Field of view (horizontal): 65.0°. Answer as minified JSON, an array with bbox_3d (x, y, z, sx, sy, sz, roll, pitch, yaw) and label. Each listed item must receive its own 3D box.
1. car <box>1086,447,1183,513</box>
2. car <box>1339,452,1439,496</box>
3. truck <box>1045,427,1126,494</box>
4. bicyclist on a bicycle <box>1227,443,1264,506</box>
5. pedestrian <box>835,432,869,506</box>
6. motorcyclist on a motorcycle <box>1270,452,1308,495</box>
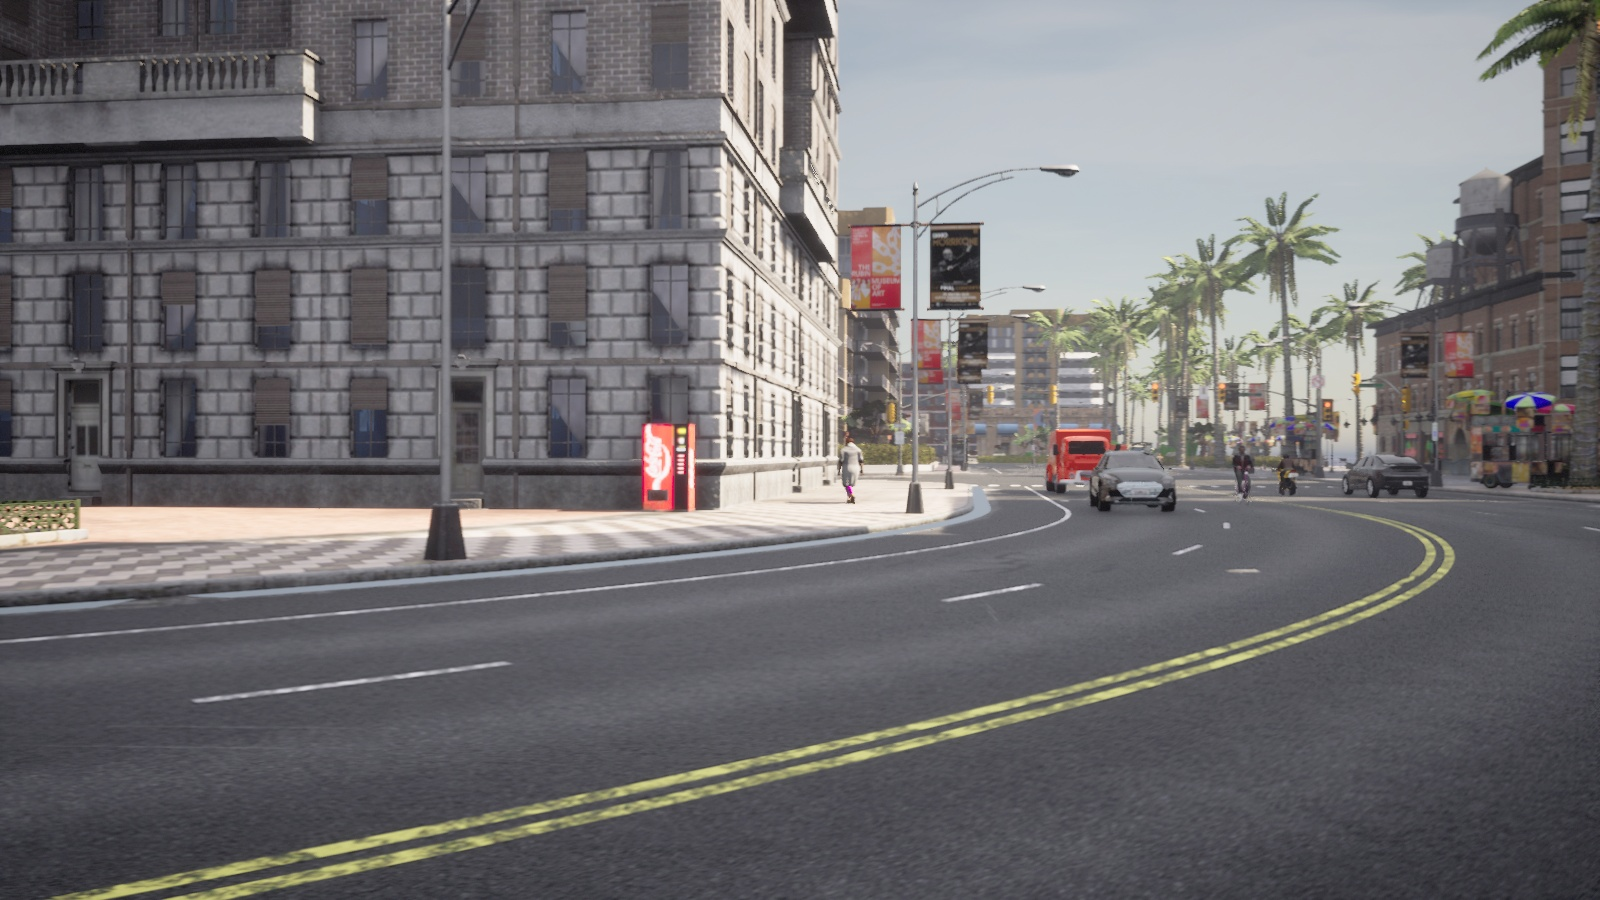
[{"bbox_3d":[8.960,0.762,33.972,2.033,1.649,4.856,0,0,9],"label":"car"},{"bbox_3d":[21.138,0.839,45.302,1.837,1.490,4.892,0,-1,7],"label":"car"},{"bbox_3d":[11.008,0.387,48.866,2.627,2.467,5.204,0,0,8],"label":"truck"},{"bbox_3d":[12.910,0.700,36.432,0.659,1.776,1.843,0,0,9],"label":"bicyclist on a bicycle"},{"bbox_3d":[1.400,0.508,33.957,0.659,1.952,0.873,0,0,-16],"label":"pedestrian"},{"bbox_3d":[17.675,0.827,45.435,0.797,1.523,2.044,0,0,8],"label":"motorcyclist on a motorcycle"}]
